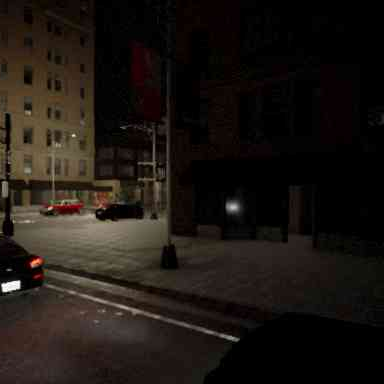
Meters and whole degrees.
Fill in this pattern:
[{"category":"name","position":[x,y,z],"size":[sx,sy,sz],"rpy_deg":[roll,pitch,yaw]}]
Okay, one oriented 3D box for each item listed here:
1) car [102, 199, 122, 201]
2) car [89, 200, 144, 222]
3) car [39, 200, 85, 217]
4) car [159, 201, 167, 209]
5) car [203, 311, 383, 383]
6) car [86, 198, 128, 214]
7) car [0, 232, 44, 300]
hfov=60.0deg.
[{"category":"car","position":[-7.149,1.604,34.437],"size":[1.994,1.385,4.181],"rpy_deg":[0,0,36]},{"category":"car","position":[-5.816,1.620,26.904],"size":[1.947,1.339,4.313],"rpy_deg":[0,0,36]},{"category":"car","position":[-12.324,1.476,31.599],"size":[1.967,1.590,4.097],"rpy_deg":[0,0,36]},{"category":"car","position":[-2.655,1.617,45.008],"size":[1.802,1.307,4.206],"rpy_deg":[0,0,36]},{"category":"car","position":[2.337,1.599,2.017],"size":[4.718,1.301,1.895],"rpy_deg":[0,0,36]},{"category":"car","position":[-9.101,1.475,36.068],"size":[1.967,1.590,4.097],"rpy_deg":[0,0,36]},{"category":"car","position":[-5.125,1.543,7.342],"size":[4.674,1.442,1.812],"rpy_deg":[0,0,35]}]
